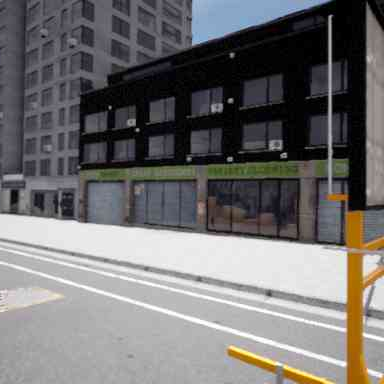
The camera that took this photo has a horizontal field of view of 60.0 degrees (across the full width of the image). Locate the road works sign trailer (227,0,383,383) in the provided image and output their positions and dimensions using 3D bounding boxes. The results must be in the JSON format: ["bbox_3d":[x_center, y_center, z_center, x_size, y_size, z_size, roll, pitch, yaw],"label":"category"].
[{"bbox_3d":[1.520,0.525,2.926,2.880,3.560,2.380,0,-1,41],"label":"road works sign trailer"}]
